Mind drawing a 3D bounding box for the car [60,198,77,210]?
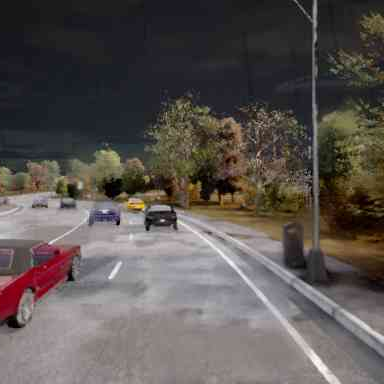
[{"bbox_3d":[-16.681,1.515,44.830,1.882,1.535,5.008,0,0,-23],"label":"car"}]

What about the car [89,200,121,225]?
[{"bbox_3d":[-6.311,1.371,24.410,2.097,1.767,4.553,0,0,-12],"label":"car"}]

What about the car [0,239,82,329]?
[{"bbox_3d":[-3.752,1.613,6.848,1.895,1.301,4.718,0,0,-4],"label":"car"}]

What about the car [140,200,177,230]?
[{"bbox_3d":[-2.135,1.488,21.481,1.882,1.535,5.008,0,0,-10],"label":"car"}]

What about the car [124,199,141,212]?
[{"bbox_3d":[-6.864,1.503,39.247,1.882,1.535,5.008,0,0,-19],"label":"car"}]

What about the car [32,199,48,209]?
[{"bbox_3d":[-20.992,1.605,46.014,1.994,1.385,4.181,0,0,-24],"label":"car"}]
